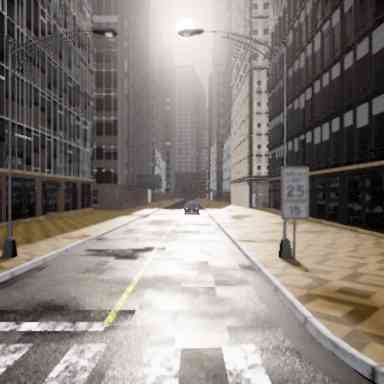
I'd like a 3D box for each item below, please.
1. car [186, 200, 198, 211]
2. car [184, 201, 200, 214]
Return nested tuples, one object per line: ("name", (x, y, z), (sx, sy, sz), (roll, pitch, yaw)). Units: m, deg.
("car", (-0.021, 2.063, 51.783), (1.812, 1.442, 4.674), (0, -1, 0))
("car", (-0.017, 2.034, 41.795), (1.895, 1.301, 4.718), (0, -1, 0))
